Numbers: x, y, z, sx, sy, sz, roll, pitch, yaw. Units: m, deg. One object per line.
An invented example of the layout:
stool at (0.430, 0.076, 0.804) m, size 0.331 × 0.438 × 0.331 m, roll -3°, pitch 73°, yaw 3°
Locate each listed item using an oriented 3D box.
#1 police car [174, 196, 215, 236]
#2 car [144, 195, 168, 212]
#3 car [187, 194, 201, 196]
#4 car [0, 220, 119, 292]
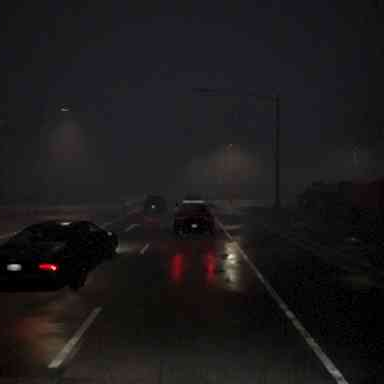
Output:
police car at (0.099, 1.222, 17.050) m, size 1.930 × 1.638 × 5.238 m, roll 0°, pitch 1°, yaw 0°
car at (-3.396, 1.016, 31.543) m, size 1.837 × 1.490 × 4.892 m, roll 0°, pitch 1°, yaw 0°
car at (0.254, 0.915, 36.068) m, size 2.128 × 1.511 × 4.902 m, roll 0°, pitch 1°, yaw 5°
car at (-3.401, 1.468, 8.901) m, size 2.033 × 1.411 × 5.357 m, roll 0°, pitch 1°, yaw 0°
